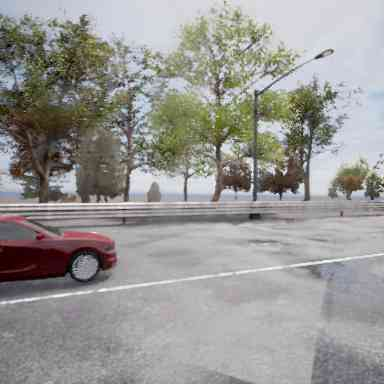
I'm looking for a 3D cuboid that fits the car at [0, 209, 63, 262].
[{"bbox_3d":[-6.573,1.312,10.257,4.674,1.442,1.812,0,0,-28],"label":"car"}]

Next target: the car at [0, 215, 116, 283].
[{"bbox_3d":[-4.247,1.265,7.527,5.008,1.535,1.882,0,0,-28],"label":"car"}]
